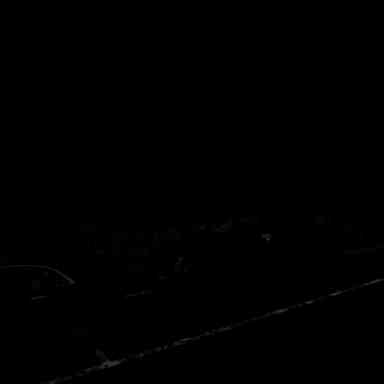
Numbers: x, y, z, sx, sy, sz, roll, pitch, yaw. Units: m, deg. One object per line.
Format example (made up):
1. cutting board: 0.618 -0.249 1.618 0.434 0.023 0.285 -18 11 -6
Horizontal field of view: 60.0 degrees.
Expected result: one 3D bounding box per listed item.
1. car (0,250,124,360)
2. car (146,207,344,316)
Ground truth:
1. car: -3.105 1.551 4.434 4.403 1.369 2.008 0 0 -35
2. car: 1.471 1.315 7.679 5.009 1.841 2.192 0 0 -35
